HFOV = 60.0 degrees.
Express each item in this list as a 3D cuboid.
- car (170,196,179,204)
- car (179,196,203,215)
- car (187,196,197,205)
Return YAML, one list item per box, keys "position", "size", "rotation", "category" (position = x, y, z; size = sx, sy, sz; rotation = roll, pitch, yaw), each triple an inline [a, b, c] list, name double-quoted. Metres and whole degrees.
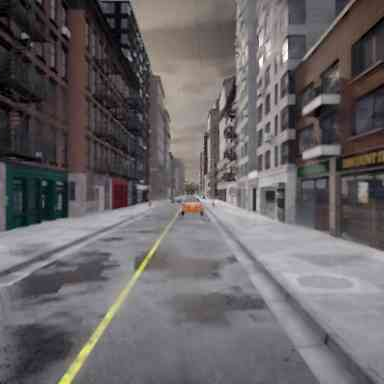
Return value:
- position: [-2.981, 1.569, 63.804]
  size: [1.812, 1.442, 4.674]
  rotation: [0, 0, 0]
  category: "car"
- position: [0.061, 1.339, 33.933]
  size: [2.097, 1.767, 4.553]
  rotation: [0, 0, 1]
  category: "car"
- position: [0.029, 1.589, 63.440]
  size: [1.837, 1.490, 4.892]
  rotation: [0, 0, 0]
  category: "car"
